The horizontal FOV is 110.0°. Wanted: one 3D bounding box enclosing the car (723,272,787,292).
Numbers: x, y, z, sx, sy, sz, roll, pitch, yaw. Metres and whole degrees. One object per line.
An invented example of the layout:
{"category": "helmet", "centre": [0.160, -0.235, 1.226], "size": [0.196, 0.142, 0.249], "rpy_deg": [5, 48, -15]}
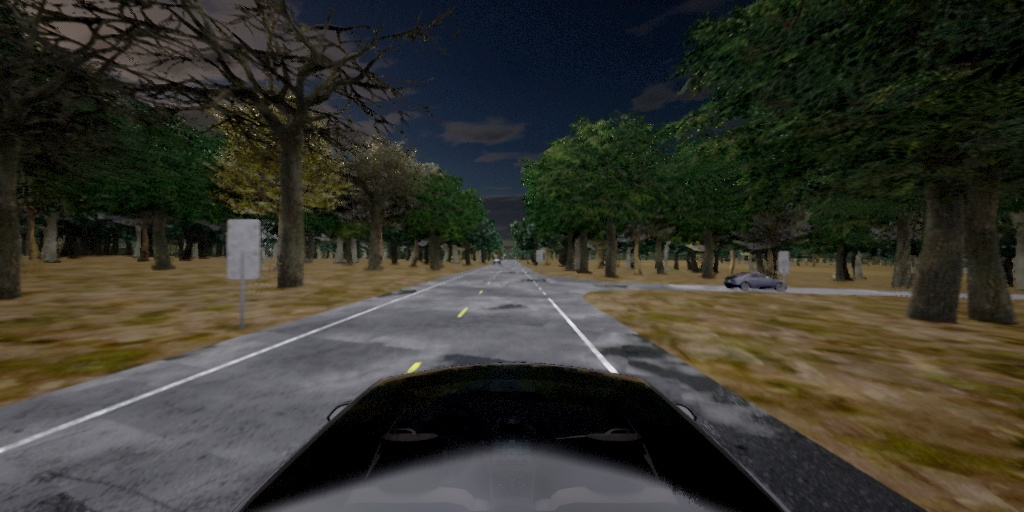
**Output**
{"category": "car", "centre": [18.901, 1.976, 27.967], "size": [4.181, 1.385, 1.994], "rpy_deg": [2, -1, -2]}
